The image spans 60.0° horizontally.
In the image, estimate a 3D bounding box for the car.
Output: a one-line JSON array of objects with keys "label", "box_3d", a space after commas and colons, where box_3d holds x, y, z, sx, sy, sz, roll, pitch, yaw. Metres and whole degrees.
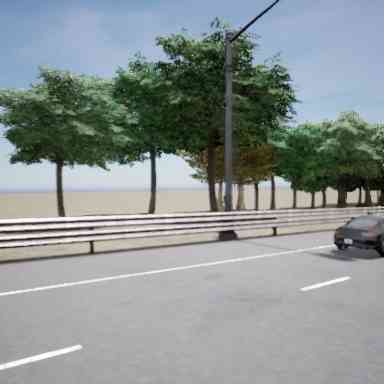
[{"label": "car", "box_3d": [7.666, 1.673, 13.614, 4.674, 1.442, 1.812, 0, 0, -35]}]
